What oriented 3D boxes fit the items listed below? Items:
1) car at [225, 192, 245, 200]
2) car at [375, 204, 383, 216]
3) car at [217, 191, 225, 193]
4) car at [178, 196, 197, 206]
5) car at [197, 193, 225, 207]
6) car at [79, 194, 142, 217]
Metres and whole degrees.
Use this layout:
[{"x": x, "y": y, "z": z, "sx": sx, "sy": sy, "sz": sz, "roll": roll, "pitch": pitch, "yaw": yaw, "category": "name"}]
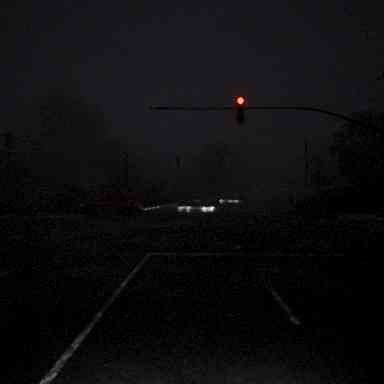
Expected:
[{"x": 8.668, "y": 0.703, "z": 64.202, "sx": 2.033, "sy": 1.411, "sz": 5.357, "roll": 0, "pitch": 3, "yaw": 25, "category": "car"}, {"x": 18.488, "y": 1.300, "z": 28.912, "sx": 4.553, "sy": 1.767, "sz": 2.097, "roll": -1, "pitch": 0, "yaw": 3, "category": "car"}, {"x": 5.717, "y": 0.639, "z": 66.017, "sx": 1.837, "sy": 1.490, "sz": 4.892, "roll": 0, "pitch": 3, "yaw": 25, "category": "car"}, {"x": -0.467, "y": 1.365, "z": 50.622, "sx": 2.033, "sy": 1.411, "sz": 5.357, "roll": 0, "pitch": 1, "yaw": 18, "category": "car"}, {"x": 2.910, "y": 1.309, "z": 49.564, "sx": 2.128, "sy": 1.511, "sz": 4.902, "roll": 0, "pitch": 1, "yaw": 19, "category": "car"}, {"x": -7.351, "y": 1.223, "z": 30.242, "sx": 5.566, "sy": 2.045, "sz": 2.150, "roll": 0, "pitch": 0, "yaw": 3, "category": "car"}]
